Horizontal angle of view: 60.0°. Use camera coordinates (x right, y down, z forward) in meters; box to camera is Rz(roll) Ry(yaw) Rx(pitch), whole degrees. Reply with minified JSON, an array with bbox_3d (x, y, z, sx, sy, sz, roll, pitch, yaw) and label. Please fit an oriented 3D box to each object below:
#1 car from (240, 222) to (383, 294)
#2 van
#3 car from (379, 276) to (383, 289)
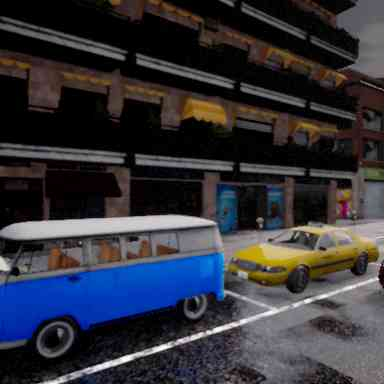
[{"bbox_3d":[3.091,1.501,8.760,4.829,1.417,1.752,0,1,-36],"label":"car"},{"bbox_3d":[-1.300,1.337,5.616,3.998,1.788,1.690,0,1,-36],"label":"van"},{"bbox_3d":[6.182,1.493,7.679,4.674,1.442,1.812,0,0,-36],"label":"car"}]
